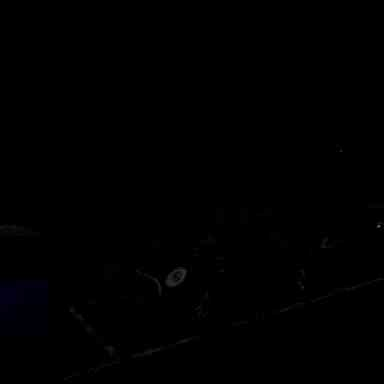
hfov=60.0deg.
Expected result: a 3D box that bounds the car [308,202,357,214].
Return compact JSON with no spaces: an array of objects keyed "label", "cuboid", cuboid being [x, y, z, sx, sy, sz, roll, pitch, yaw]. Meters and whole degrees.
[{"label":"car","cuboid":[17.621,1.979,42.018,2.033,1.411,5.357,0,-1,-35]}]

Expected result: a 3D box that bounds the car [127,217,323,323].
[{"label":"car","cuboid":[0.676,1.436,7.132,4.097,1.590,1.967,0,0,-36]}]

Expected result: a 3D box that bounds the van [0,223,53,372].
[{"label":"van","cuboid":[-3.791,1.341,3.944,3.998,1.788,1.690,0,0,-36]}]

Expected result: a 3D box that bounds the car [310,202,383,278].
[{"label":"car","cuboid":[5.143,1.307,10.319,5.009,1.841,2.192,0,0,-36]}]
